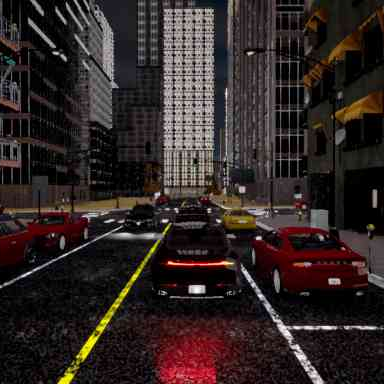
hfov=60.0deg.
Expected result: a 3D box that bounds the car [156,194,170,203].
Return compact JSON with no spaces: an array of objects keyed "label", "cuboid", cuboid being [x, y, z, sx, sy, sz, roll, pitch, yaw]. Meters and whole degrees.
[{"label":"car","cuboid":[-5.799,1.540,63.033,1.887,1.381,4.507,-1,0,0]}]

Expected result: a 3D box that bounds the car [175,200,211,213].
[{"label":"car","cuboid":[0.067,1.475,18.847,1.882,1.535,5.008,0,0,0]}]

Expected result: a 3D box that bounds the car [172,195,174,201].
[{"label":"car","cuboid":[-5.819,1.310,74.152,2.192,1.841,5.009,-1,0,0]}]

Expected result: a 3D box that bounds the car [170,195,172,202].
[{"label":"car","cuboid":[-5.810,1.310,68.593,2.192,1.841,5.009,-1,0,0]}]

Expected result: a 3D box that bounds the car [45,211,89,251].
[{"label":"car","cuboid":[-5.720,1.542,13.996,1.887,1.381,4.507,-1,0,0]}]

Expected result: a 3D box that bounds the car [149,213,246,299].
[{"label":"car","cuboid":[0.086,1.503,8.403,1.837,1.490,4.892,0,0,0]}]

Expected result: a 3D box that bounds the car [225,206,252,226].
[{"label":"car","cuboid":[2.651,1.522,19.689,1.752,1.417,4.829,-1,0,0]}]

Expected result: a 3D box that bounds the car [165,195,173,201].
[{"label":"car","cuboid":[-5.835,1.521,85.101,1.752,1.417,4.829,-1,0,0]}]

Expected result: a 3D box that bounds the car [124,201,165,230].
[{"label":"car","cuboid":[-3.033,1.544,21.244,1.837,1.490,4.892,0,0,0]}]

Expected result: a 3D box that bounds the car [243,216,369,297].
[{"label":"car","cuboid":[2.670,1.543,8.472,1.887,1.381,4.507,-1,0,0]}]

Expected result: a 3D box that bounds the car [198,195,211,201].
[{"label":"car","cuboid":[2.580,1.435,63.045,1.967,1.590,4.097,-1,0,0]}]

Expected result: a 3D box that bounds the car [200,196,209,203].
[{"label":"car","cuboid":[2.572,1.521,68.774,1.752,1.417,4.829,-1,0,0]}]

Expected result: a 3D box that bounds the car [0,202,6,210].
[{"label":"car","cuboid":[-23.908,1.744,38.277,4.097,1.590,1.967,-1,1,-1]}]

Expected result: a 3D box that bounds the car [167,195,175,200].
[{"label":"car","cuboid":[-5.843,1.541,90.830,1.887,1.381,4.507,-1,0,0]}]

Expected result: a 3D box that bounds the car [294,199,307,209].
[{"label":"car","cuboid":[14.190,1.254,38.662,4.507,1.381,1.887,-1,1,-1]}]

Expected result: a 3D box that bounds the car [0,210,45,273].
[{"label":"car","cuboid":[-5.712,1.438,8.472,1.967,1.590,4.097,-1,0,0]}]
